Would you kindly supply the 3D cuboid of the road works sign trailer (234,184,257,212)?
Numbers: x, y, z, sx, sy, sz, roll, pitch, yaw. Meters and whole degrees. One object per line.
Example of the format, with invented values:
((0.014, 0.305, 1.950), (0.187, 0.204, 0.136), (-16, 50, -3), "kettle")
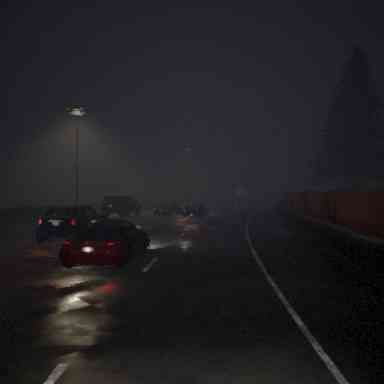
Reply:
((6.902, 0.737, 43.583), (2.380, 3.560, 2.880), (0, 0, 20), "road works sign trailer")

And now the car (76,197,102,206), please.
((-19.463, 1.812, 63.145), (2.128, 1.511, 4.902), (0, 0, 21), "car")

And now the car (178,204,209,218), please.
((0.437, 1.790, 32.406), (1.895, 1.301, 4.718), (0, 0, 13), "car")

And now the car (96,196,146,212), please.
((-6.737, 1.388, 32.349), (2.150, 2.045, 5.566), (0, 0, 12), "car")

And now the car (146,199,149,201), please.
((-9.033, 1.872, 60.892), (2.033, 1.411, 5.357), (0, 0, 22), "car")

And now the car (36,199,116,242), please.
((-5.774, 1.432, 16.796), (2.097, 1.767, 4.553), (0, 0, 6), "car")

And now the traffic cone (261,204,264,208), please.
((11.804, 2.312, 55.624), (0.340, 0.580, 0.340), (0, 0, 20), "traffic cone")

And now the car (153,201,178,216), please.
((-2.505, 1.673, 35.013), (1.882, 1.535, 5.008), (0, 0, 14), "car")

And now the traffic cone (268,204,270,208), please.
((12.744, 2.313, 55.284), (0.340, 0.580, 0.340), (0, 0, 20), "traffic cone")

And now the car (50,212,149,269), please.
((-2.804, 1.622, 11.466), (1.994, 1.385, 4.181), (0, 0, 5), "car")
